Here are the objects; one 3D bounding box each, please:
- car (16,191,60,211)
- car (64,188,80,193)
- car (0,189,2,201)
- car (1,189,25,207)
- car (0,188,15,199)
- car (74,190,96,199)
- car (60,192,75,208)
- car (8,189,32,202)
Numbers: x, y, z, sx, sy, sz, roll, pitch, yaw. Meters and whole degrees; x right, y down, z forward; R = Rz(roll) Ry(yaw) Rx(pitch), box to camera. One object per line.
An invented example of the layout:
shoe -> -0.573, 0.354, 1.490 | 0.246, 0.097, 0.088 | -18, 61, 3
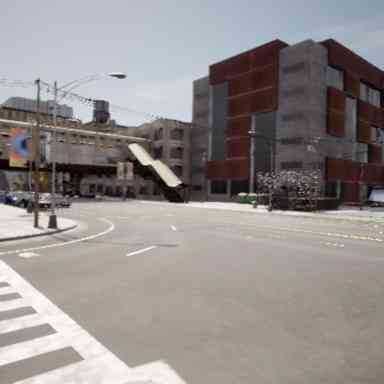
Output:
car -> -14.780, 0.943, 31.823 | 2.097, 1.535, 5.008 | 1, 0, -41
car -> -25.200, 0.215, 69.893 | 2.435, 2.045, 5.566 | 1, 0, -41
car -> -25.948, 0.617, 44.900 | 2.231, 1.521, 4.892 | 1, 0, -31
car -> -19.026, 0.694, 36.642 | 2.185, 1.767, 4.553 | 1, 0, -41
car -> -31.691, 0.294, 56.519 | 2.097, 1.767, 4.553 | 1, 0, -39
car -> -20.405, 0.722, 64.272 | 1.895, 1.301, 4.718 | 1, 0, -41
car -> -14.788, 0.998, 36.176 | 1.994, 1.385, 4.181 | 1, 1, -40
car -> -25.214, 0.479, 48.721 | 2.097, 1.767, 4.553 | 1, 0, -40
